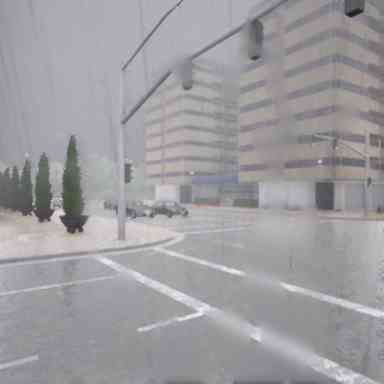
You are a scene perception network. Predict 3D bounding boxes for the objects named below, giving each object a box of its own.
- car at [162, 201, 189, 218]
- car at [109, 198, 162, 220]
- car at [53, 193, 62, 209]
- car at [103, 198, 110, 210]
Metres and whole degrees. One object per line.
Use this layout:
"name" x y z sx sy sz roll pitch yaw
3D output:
"car" -2.163 1.535 30.539 1.812 1.442 4.674 0 0 -35
"car" -4.879 1.498 28.314 2.128 1.511 4.902 0 0 -35
"car" -18.173 1.229 47.415 2.150 2.045 5.566 0 0 -34
"car" -9.412 1.511 40.934 1.837 1.490 4.892 0 1 -35
